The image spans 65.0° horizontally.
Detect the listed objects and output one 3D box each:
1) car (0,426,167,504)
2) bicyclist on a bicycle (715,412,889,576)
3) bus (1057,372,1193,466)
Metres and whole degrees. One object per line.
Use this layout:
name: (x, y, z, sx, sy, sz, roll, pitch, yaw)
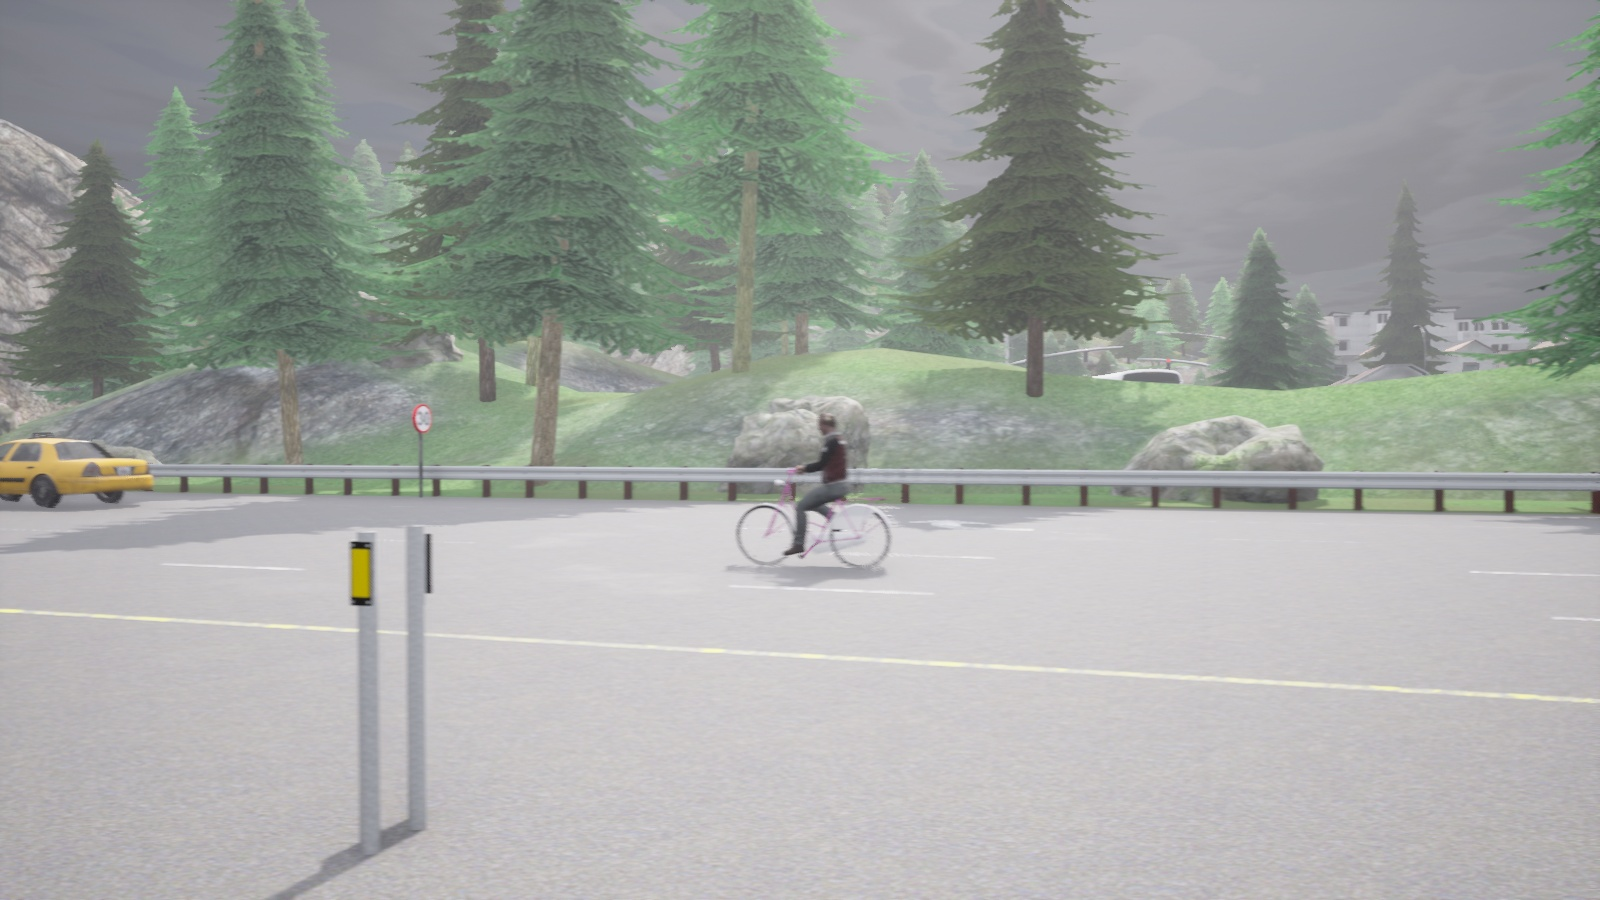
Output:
car: (-16.568, 0.267, 27.232, 5.366, 1.575, 1.801, 1, 1, 19)
bicyclist on a bicycle: (0.018, 0.468, 14.263, 1.843, 1.776, 0.659, 1, 1, 19)
bus: (15.852, -1.509, 62.365, 3.944, 4.253, 10.273, 0, 1, -1)
